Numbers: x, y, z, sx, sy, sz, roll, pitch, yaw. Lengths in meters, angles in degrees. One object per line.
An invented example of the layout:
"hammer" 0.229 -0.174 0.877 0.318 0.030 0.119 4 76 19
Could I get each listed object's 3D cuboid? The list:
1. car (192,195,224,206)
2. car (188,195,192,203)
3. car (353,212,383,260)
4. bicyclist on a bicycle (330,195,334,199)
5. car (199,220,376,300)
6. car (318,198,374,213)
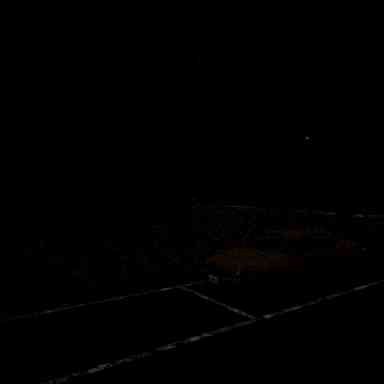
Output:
"car" 2.674 1.145 47.983 2.128 1.511 4.902 1 0 -34
"car" -0.376 1.194 58.003 1.895 1.301 4.718 1 0 -34
"car" 7.196 1.547 11.688 4.507 1.381 1.887 0 1 -35
"bicyclist on a bicycle" 16.404 1.158 38.940 1.656 1.620 0.582 0 0 -34
"car" 2.432 1.526 8.389 4.829 1.417 1.752 0 1 -35
"car" 14.240 1.319 31.056 1.882 1.535 5.008 1 0 -34
